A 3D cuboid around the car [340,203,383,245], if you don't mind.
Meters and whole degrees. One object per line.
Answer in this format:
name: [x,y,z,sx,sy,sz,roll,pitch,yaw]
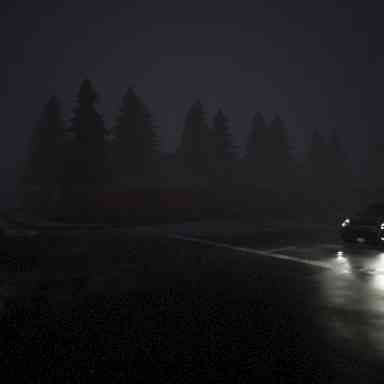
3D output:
car: [8.378,1.273,14.236,4.553,1.767,2.097,0,0,-35]
